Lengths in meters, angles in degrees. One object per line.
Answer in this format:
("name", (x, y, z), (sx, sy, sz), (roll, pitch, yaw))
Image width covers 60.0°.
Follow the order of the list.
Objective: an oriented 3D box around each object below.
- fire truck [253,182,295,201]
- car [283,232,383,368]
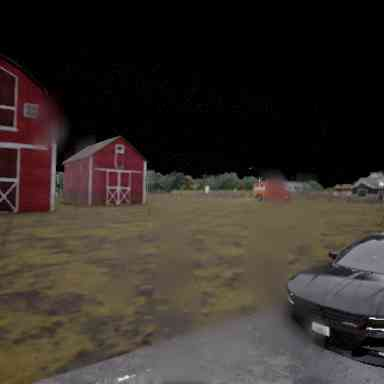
("fire truck", (16.274, -0.109, 66.578), (2.891, 3.827, 8.468), (2, -1, -35))
("car", (3.669, 1.467, 5.688), (5.008, 1.535, 1.882), (0, 0, -36))
